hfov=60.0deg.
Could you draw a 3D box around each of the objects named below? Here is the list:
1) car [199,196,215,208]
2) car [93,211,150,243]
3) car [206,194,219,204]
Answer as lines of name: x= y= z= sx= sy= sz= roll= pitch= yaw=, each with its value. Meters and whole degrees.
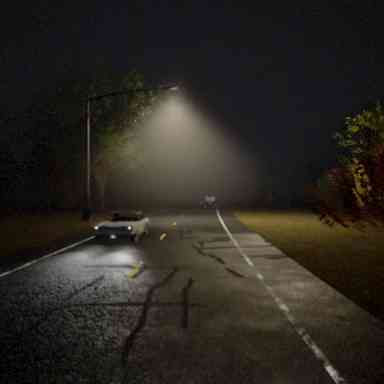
car: x=2.074 y=1.687 z=48.659 sx=1.895 sy=1.301 sz=4.718 roll=0 pitch=0 yaw=4
car: x=-3.371 y=1.639 z=16.562 sx=1.895 sy=1.301 sz=4.718 roll=0 pitch=0 yaw=1
car: x=3.869 y=1.324 z=67.639 sx=2.150 sy=2.045 sz=5.566 roll=0 pitch=0 yaw=6
